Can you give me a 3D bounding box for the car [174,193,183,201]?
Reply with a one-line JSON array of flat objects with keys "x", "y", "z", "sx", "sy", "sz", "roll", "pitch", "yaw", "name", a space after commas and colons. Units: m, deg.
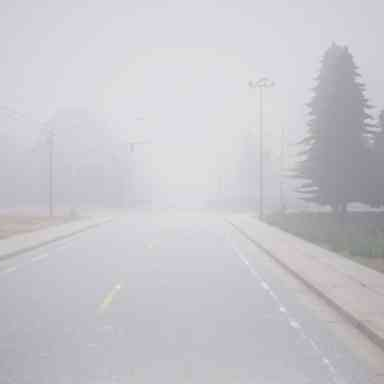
[{"x": -3.493, "y": 1.283, "z": 85.989, "sx": 2.150, "sy": 2.045, "sz": 5.566, "roll": 0, "pitch": 0, "yaw": 0, "name": "car"}]
